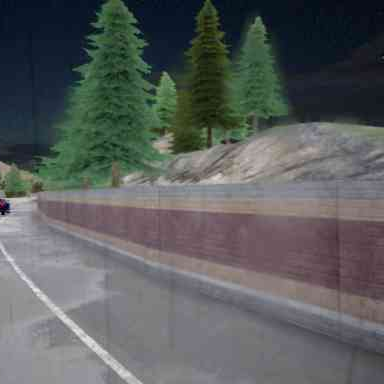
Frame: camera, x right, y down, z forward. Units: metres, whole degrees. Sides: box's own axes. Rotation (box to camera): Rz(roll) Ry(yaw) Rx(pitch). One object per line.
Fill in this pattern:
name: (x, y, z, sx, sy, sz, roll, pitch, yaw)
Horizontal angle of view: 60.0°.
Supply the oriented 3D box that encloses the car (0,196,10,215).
car: (-21.214, 1.462, 36.096, 2.150, 2.045, 5.566, -1, 1, -22)
